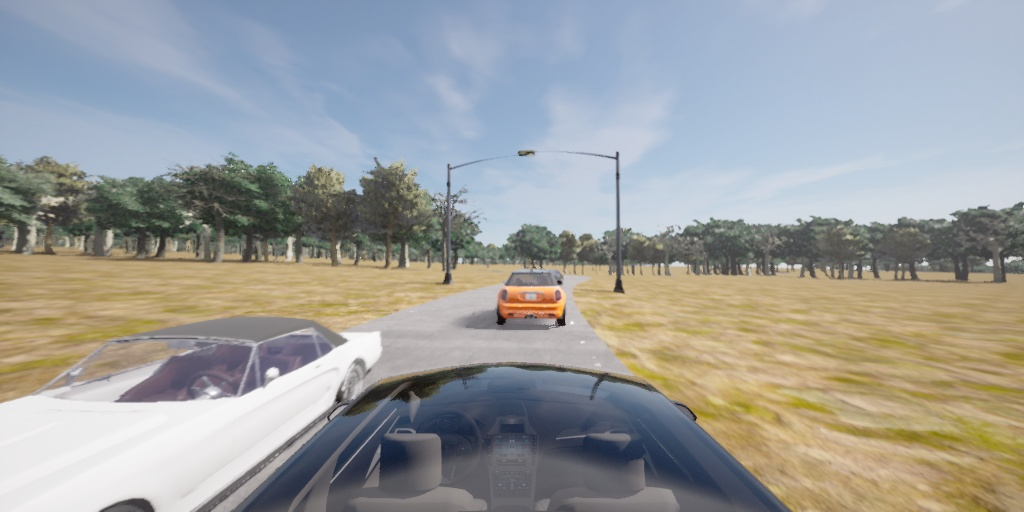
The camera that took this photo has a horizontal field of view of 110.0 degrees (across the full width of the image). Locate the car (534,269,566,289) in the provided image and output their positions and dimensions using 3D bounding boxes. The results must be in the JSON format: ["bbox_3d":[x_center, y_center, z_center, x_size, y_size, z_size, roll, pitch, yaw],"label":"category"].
[{"bbox_3d":[3.217,1.817,29.501,2.033,1.411,5.357,0,-2,12],"label":"car"}]

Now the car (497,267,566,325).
[{"bbox_3d":[0.723,1.242,12.573,2.097,1.767,4.553,0,-1,5],"label":"car"}]

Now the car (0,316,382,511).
[{"bbox_3d":[-3.007,1.359,3.389,1.895,1.301,4.718,0,-1,1],"label":"car"}]
